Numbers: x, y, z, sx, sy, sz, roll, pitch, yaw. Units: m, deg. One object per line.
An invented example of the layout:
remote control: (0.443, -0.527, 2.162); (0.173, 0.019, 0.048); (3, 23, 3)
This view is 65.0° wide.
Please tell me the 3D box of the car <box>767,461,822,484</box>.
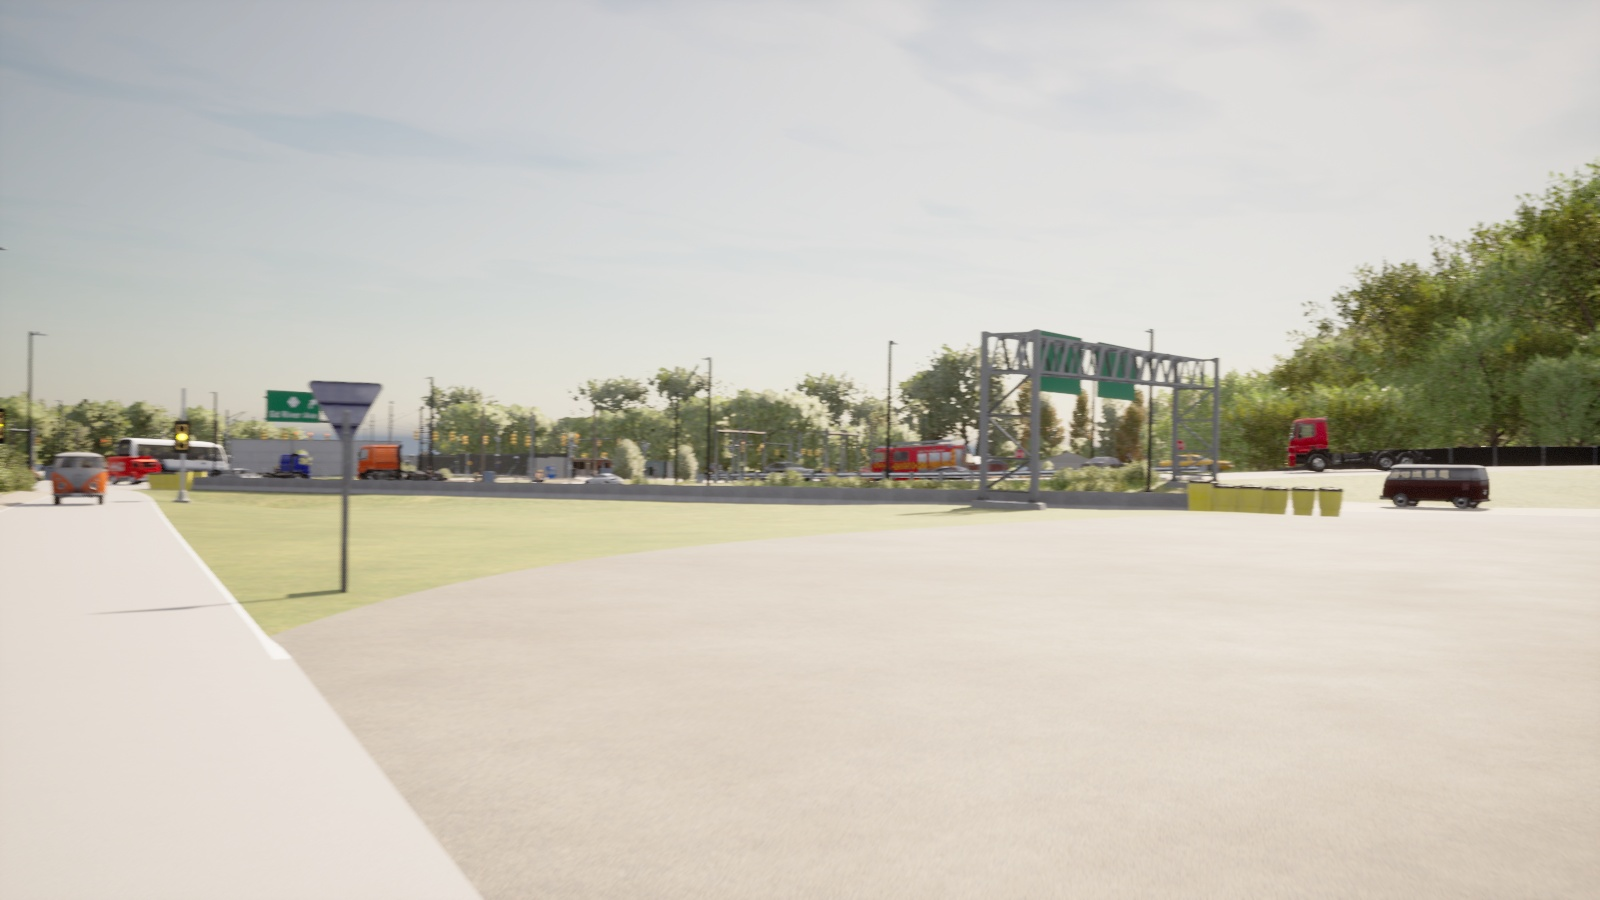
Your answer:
car: (-0.424, 1.556, 87.209); (1.816, 1.474, 4.193); (0, -2, -34)

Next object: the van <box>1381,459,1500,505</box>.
van: (28.995, 1.416, 56.932); (4.442, 1.987, 1.775); (-1, -1, 44)

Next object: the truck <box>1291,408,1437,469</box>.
truck: (34.781, -0.666, 77.770); (7.936, 3.462, 2.891); (-2, -1, 19)

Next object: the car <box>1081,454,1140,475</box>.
car: (21.802, 1.007, 88.073); (2.033, 1.411, 5.357); (-4, -2, 36)

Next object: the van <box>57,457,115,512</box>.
van: (-27.284, 1.312, 48.083); (1.775, 1.987, 4.442); (0, -1, -28)

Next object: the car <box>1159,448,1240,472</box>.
car: (29.819, 0.749, 93.789); (5.366, 1.575, 1.801); (-3, -2, 30)
